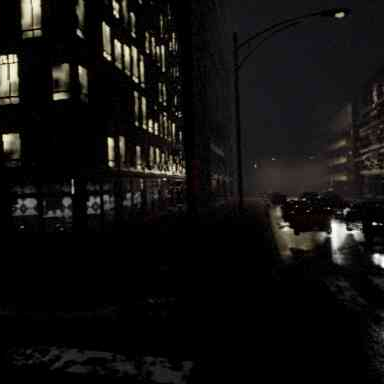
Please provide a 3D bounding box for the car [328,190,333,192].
[{"bbox_3d":[21.890,0.352,53.933,1.967,1.590,4.097,-3,0,12],"label":"car"}]

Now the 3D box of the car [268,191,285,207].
[{"bbox_3d":[10.310,0.955,38.982,1.887,1.381,4.507,-3,0,12],"label":"car"}]

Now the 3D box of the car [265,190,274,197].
[{"bbox_3d":[19.320,0.376,83.309,2.008,1.369,4.403,-3,0,12],"label":"car"}]

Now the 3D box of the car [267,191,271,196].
[{"bbox_3d":[11.438,0.919,44.523,1.802,1.307,4.206,-3,0,12],"label":"car"}]

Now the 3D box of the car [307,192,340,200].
[{"bbox_3d":[9.847,1.011,23.620,2.128,1.511,4.902,-2,0,12],"label":"car"}]

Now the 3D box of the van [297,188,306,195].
[{"bbox_3d":[28.643,-0.185,87.179,1.690,1.788,3.998,-3,0,12],"label":"van"}]

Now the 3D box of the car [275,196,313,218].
[{"bbox_3d":[6.932,1.196,22.360,1.947,1.339,4.313,-3,0,12],"label":"car"}]

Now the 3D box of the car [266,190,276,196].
[{"bbox_3d":[12.562,0.808,50.063,1.887,1.381,4.507,-3,0,12],"label":"car"}]

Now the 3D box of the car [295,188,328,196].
[{"bbox_3d":[11.832,0.743,33.381,2.097,1.767,4.553,-2,0,12],"label":"car"}]

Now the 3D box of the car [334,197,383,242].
[{"bbox_3d":[7.951,1.135,14.326,2.128,1.511,4.902,-2,0,12],"label":"car"}]

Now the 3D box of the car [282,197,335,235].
[{"bbox_3d":[5.770,1.232,16.653,1.752,1.417,4.829,-3,0,12],"label":"car"}]

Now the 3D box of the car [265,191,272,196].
[{"bbox_3d":[20.448,0.335,88.850,1.802,1.307,4.206,-3,0,12],"label":"car"}]
